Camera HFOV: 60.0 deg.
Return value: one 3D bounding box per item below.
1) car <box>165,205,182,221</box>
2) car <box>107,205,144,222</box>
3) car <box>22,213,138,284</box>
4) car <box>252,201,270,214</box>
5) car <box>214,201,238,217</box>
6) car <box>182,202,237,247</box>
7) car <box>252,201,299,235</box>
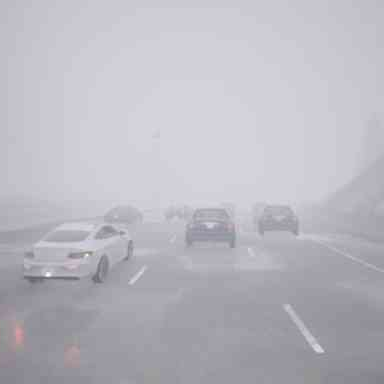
[{"bbox_3d":[-0.953,1.756,28.971,1.895,1.301,4.718,0,0,9],"label":"car"},{"bbox_3d":[-5.048,1.688,25.069,1.994,1.385,4.181,0,0,7],"label":"car"},{"bbox_3d":[-3.034,1.571,9.615,1.812,1.442,4.674,0,0,3],"label":"car"},{"bbox_3d":[8.164,1.795,39.161,1.994,1.385,4.181,0,0,13],"label":"car"},{"bbox_3d":[3.665,1.745,35.000,2.033,1.411,5.357,0,0,11],"label":"car"},{"bbox_3d":[0.927,1.439,15.659,2.097,1.767,4.553,0,0,5],"label":"car"},{"bbox_3d":[4.854,1.470,19.698,2.097,1.767,4.553,0,0,6],"label":"car"}]
